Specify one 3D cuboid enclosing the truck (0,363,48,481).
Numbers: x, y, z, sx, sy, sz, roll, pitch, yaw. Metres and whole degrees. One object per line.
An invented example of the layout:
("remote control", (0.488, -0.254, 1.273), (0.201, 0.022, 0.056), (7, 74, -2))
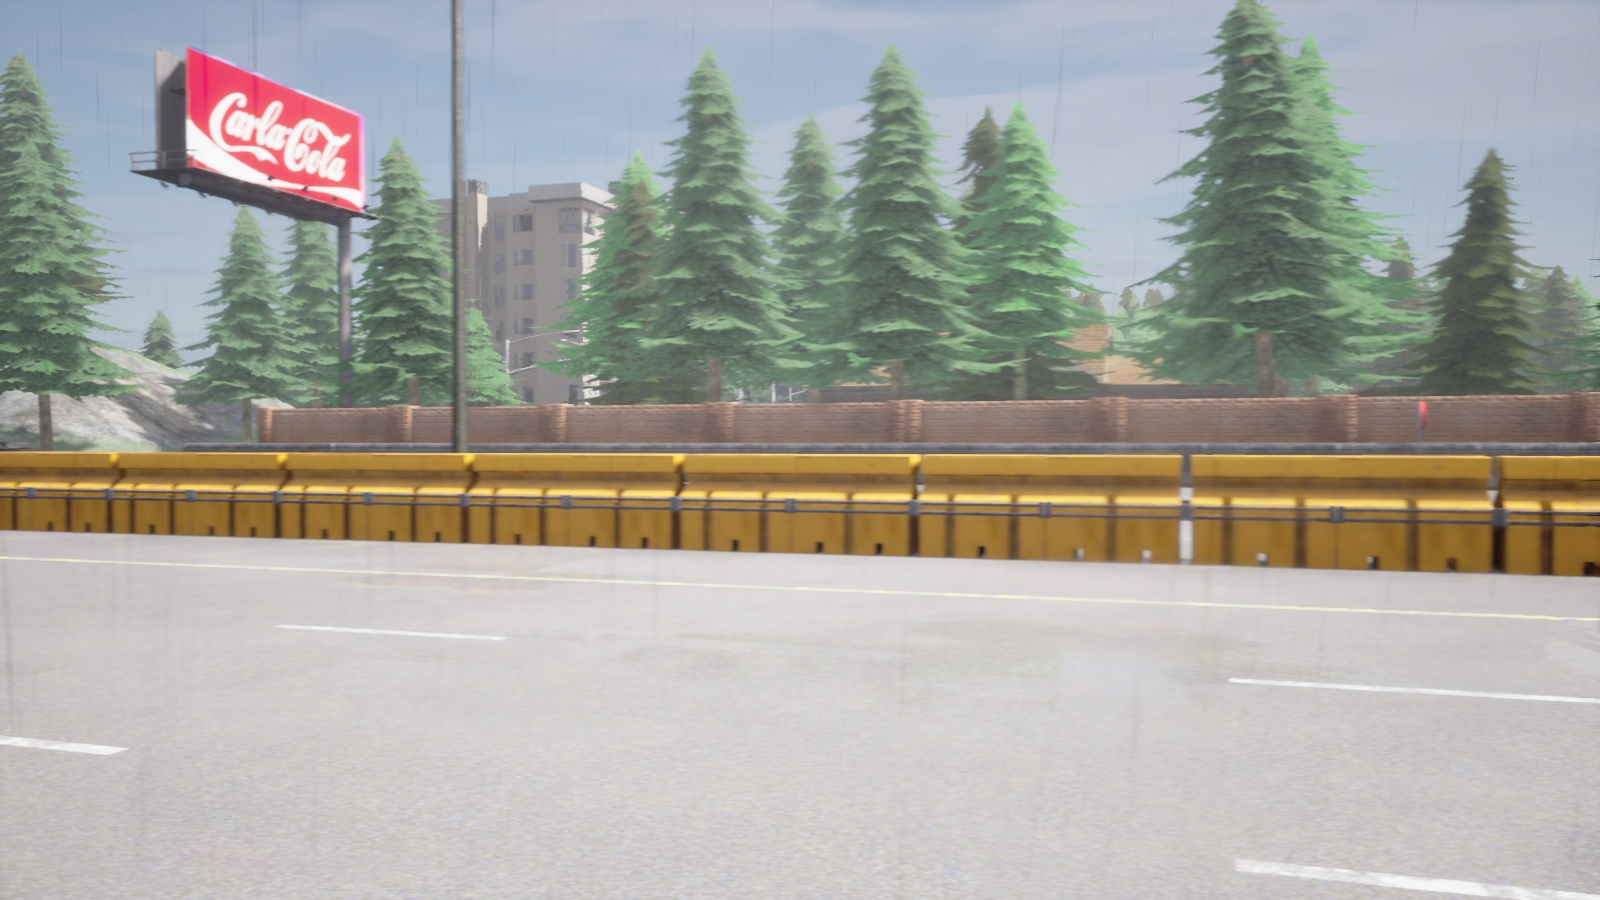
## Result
("truck", (-27.147, -0.866, 38.161), (7.936, 3.462, 2.891), (1, 1, 19))
